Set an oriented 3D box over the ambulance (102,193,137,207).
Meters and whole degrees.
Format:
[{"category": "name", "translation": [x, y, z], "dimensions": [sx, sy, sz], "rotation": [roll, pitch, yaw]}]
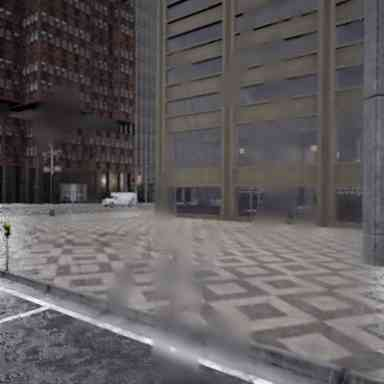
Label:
[{"category": "ambulance", "translation": [-12.367, 1.335, 56.833], "dimensions": [2.351, 2.431, 6.366], "rotation": [1, -1, 35]}]
